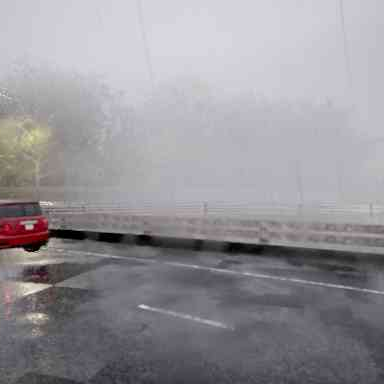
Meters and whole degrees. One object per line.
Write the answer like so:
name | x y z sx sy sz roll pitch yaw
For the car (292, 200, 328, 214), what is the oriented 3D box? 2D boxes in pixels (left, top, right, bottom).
car | 14.639 1.824 41.341 4.553 1.767 2.097 2 -1 -24

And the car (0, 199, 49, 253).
car | -7.915 1.312 12.636 5.566 2.045 2.150 -1 0 28
